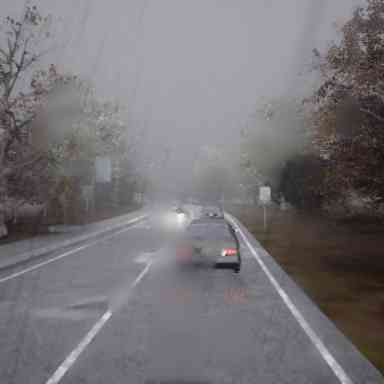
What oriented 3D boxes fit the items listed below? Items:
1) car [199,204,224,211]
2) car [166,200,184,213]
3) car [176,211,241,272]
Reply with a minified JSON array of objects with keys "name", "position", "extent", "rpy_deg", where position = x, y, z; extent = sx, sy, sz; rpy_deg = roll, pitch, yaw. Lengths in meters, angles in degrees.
[{"name":"car","position":[1.506,1.662,25.932],"extent":[2.033,1.411,5.357],"rpy_deg":[0,0,3]},{"name":"car","position":[-1.944,1.661,38.966],"extent":[2.128,1.511,4.902],"rpy_deg":[0,0,-1]},{"name":"car","position":[0.580,1.592,10.984],"extent":[2.033,1.411,5.357],"rpy_deg":[0,0,4]}]
